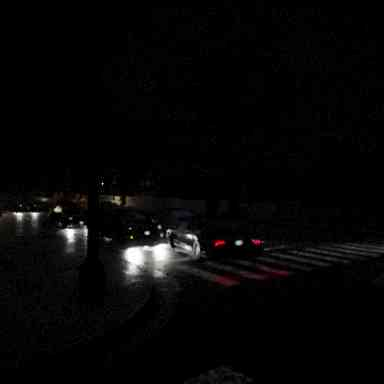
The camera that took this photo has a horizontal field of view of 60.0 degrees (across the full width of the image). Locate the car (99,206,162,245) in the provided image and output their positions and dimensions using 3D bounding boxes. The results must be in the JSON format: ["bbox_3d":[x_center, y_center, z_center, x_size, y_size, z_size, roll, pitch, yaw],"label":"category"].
[{"bbox_3d":[-3.071,1.579,15.772,1.994,1.385,4.181,1,-1,-36],"label":"car"}]

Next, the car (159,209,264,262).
[{"bbox_3d":[0.555,1.564,12.161,2.033,1.411,5.357,1,-1,-20],"label":"car"}]

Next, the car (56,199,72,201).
[{"bbox_3d":[-13.645,1.507,35.744,1.837,1.490,4.892,1,0,-36],"label":"car"}]

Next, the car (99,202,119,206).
[{"bbox_3d":[-6.657,1.560,26.180,1.882,1.535,5.008,1,-1,-36],"label":"car"}]

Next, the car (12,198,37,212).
[{"bbox_3d":[-18.691,1.423,37.158,1.812,1.442,4.674,1,0,-36],"label":"car"}]

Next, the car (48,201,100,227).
[{"bbox_3d":[-8.581,1.574,23.301,2.033,1.411,5.357,1,-1,-36],"label":"car"}]
